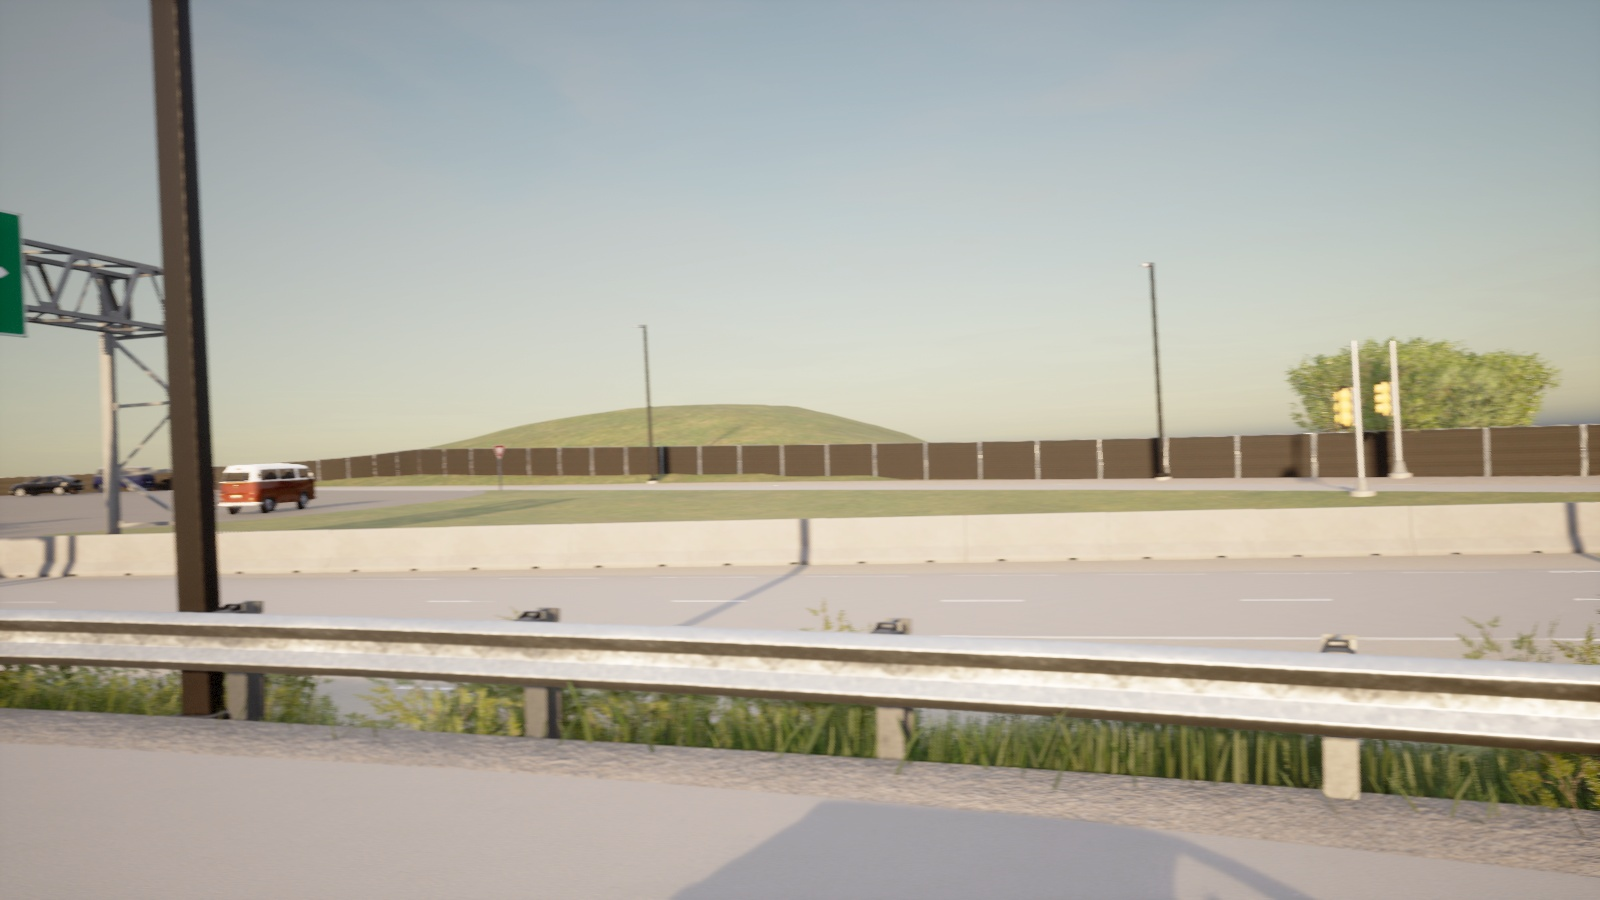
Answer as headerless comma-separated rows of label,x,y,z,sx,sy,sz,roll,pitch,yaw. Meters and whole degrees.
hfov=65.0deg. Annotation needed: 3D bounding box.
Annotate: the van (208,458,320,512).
van,-22.401,1.414,52.701,2.069,2.038,4.480,-2,1,12
